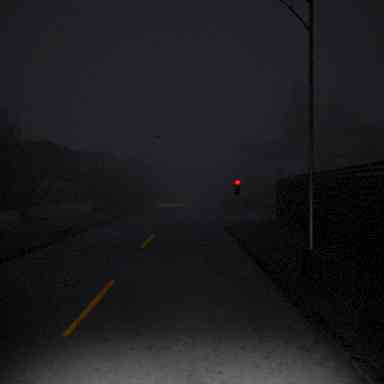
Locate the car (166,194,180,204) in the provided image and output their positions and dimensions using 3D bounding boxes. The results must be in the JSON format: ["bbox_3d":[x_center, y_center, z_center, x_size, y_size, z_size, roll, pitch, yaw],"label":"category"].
[{"bbox_3d":[-4.019,1.518,65.366,1.882,1.535,5.008,0,0,0],"label":"car"}]

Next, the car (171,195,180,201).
[{"bbox_3d":[-4.010,1.383,80.938,1.837,1.490,4.892,0,0,0],"label":"car"}]
